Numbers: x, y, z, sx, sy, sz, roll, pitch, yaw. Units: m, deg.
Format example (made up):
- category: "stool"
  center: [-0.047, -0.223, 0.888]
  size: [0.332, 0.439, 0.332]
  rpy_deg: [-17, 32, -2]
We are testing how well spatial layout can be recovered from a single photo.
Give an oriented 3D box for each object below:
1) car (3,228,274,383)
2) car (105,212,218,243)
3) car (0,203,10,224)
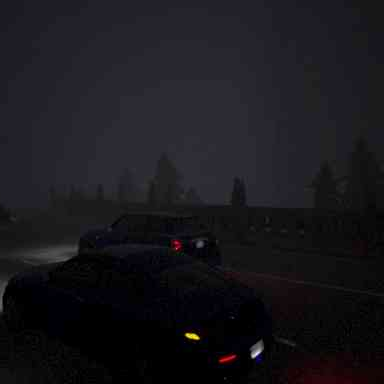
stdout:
- category: "car"
  center: [-1.089, 1.534, 5.066]
  size: [4.674, 1.442, 1.812]
  rpy_deg: [0, 0, 38]
- category: "car"
  center: [-1.419, 1.365, 9.894]
  size: [4.553, 1.767, 2.097]
  rpy_deg: [0, 0, 40]
- category: "car"
  center: [-14.275, 1.500, 23.741]
  size: [1.837, 1.490, 4.892]
  rpy_deg: [0, 0, -37]
